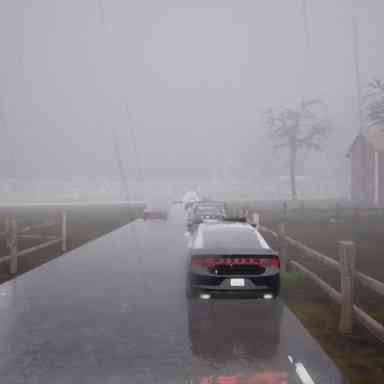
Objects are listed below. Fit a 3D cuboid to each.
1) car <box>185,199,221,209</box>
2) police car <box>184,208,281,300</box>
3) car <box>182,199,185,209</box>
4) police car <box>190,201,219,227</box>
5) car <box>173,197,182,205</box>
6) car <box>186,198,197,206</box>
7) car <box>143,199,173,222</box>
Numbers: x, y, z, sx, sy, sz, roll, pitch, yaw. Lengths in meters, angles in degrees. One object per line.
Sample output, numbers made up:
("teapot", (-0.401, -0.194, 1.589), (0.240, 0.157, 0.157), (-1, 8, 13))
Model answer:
("car", (0.809, 1.393, 18.453), (2.097, 1.767, 4.553), (0, 0, 0))
("police car", (0.818, 1.432, 8.588), (1.930, 1.638, 5.238), (0, 0, 0))
("car", (-0.023, 1.709, 45.863), (1.812, 1.442, 4.674), (0, 0, 0))
("police car", (0.806, 1.500, 24.596), (1.930, 1.638, 5.238), (0, 0, 0))
("car", (-2.801, 1.721, 64.273), (1.882, 1.535, 5.008), (0, 0, 0))
("car", (-0.046, 1.833, 59.519), (1.895, 1.301, 4.718), (0, 0, 0))
("car", (-2.870, 1.569, 27.454), (1.882, 1.535, 5.008), (0, 0, 0))
